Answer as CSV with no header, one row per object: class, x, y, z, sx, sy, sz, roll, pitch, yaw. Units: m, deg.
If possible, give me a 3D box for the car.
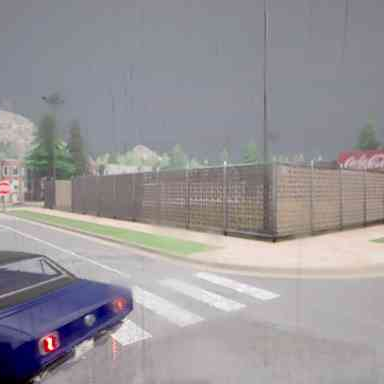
car,-3.314,1.558,4.839,4.718,1.301,1.895,0,1,23
